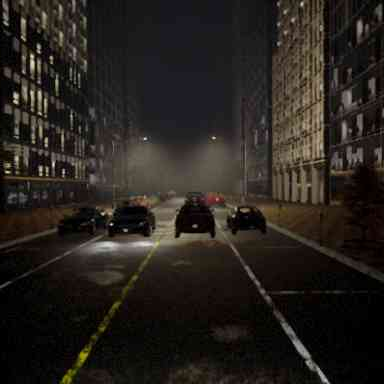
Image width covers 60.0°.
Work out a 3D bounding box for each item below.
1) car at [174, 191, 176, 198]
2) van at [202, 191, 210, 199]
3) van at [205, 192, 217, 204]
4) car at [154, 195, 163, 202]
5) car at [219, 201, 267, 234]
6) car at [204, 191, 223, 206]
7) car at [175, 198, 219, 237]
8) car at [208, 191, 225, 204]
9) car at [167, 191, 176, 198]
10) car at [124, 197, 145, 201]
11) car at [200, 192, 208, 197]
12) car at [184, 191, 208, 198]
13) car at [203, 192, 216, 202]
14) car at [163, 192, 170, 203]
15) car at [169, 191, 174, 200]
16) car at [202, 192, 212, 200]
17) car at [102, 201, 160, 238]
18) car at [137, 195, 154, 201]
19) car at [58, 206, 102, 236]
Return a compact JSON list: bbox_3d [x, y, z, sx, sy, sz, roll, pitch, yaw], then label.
[{"bbox_3d":[-5.281,0.774,80.171,1.967,1.590,4.097,-1,1,0],"label":"car"},{"bbox_3d":[3.067,0.659,74.441,1.690,1.788,3.998,-1,1,0],"label":"van"},{"bbox_3d":[2.947,0.863,51.709,1.690,1.788,3.998,-1,1,0],"label":"van"},{"bbox_3d":[-5.460,1.166,45.902,1.752,1.417,4.829,-1,1,0],"label":"car"},{"bbox_3d":[2.771,1.374,17.610,2.008,1.369,4.403,-1,0,0],"label":"car"},{"bbox_3d":[2.916,0.887,46.026,2.192,1.841,5.009,-1,1,0],"label":"car"},{"bbox_3d":[0.157,1.325,17.200,1.882,1.535,5.008,0,1,1],"label":"car"},{"bbox_3d":[2.886,0.938,40.342,2.192,1.841,5.009,-1,1,0],"label":"car"},{"bbox_3d":[-5.254,0.598,85.853,2.192,1.841,5.009,-1,1,0],"label":"car"},{"bbox_3d":[-5.549,1.372,29.022,1.802,1.307,4.206,-1,0,0],"label":"car"},{"bbox_3d":[3.161,0.715,91.494,2.008,1.369,4.403,-1,1,0],"label":"car"},{"bbox_3d":[0.281,0.895,36.977,2.150,2.045,5.566,0,1,0],"label":"car"},{"bbox_3d":[2.979,0.911,57.393,1.967,1.590,4.097,-1,1,0],"label":"car"},{"bbox_3d":[-5.400,1.104,57.439,1.947,1.339,4.313,-1,1,0],"label":"car"},{"bbox_3d":[-5.340,0.987,68.805,2.008,1.369,4.403,-1,1,0],"label":"car"},{"bbox_3d":[3.038,0.809,68.759,1.967,1.590,4.097,-1,1,0],"label":"car"},{"bbox_3d":[-2.915,1.400,16.970,1.812,1.442,4.674,0,1,0],"label":"car"},{"bbox_3d":[-5.521,1.180,34.704,1.967,1.590,4.097,-1,0,0],"label":"car"},{"bbox_3d":[-5.609,1.441,17.655,2.008,1.369,4.403,-1,0,0],"label":"car"}]
